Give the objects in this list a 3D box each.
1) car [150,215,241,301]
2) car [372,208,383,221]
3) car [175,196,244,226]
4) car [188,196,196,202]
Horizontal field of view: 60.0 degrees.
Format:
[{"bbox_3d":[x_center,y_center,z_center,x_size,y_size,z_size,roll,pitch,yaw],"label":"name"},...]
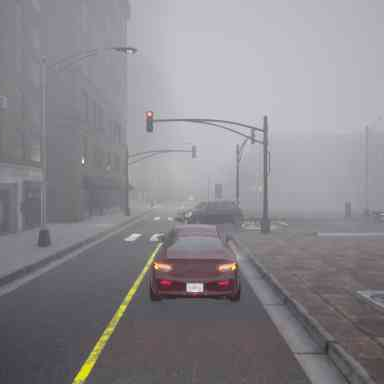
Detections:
[{"bbox_3d":[0.083,1.526,8.184,1.812,1.442,4.674,0,0,1],"label":"car"},{"bbox_3d":[15.645,1.415,23.909,5.008,1.535,1.882,0,0,0],"label":"car"},{"bbox_3d":[1.076,1.351,21.627,4.553,1.767,2.097,0,0,-28],"label":"car"},{"bbox_3d":[-0.076,1.567,76.160,1.812,1.442,4.674,0,0,0],"label":"car"}]
